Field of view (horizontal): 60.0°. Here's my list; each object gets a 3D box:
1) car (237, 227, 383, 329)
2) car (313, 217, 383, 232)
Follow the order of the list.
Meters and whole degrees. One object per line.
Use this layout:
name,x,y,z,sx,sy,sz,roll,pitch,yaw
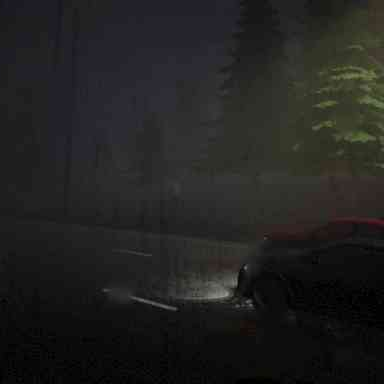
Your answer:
car,2.967,1.552,6.175,4.181,1.385,1.994,1,0,35
car,4.419,1.457,9.437,5.008,1.535,1.882,1,0,35
